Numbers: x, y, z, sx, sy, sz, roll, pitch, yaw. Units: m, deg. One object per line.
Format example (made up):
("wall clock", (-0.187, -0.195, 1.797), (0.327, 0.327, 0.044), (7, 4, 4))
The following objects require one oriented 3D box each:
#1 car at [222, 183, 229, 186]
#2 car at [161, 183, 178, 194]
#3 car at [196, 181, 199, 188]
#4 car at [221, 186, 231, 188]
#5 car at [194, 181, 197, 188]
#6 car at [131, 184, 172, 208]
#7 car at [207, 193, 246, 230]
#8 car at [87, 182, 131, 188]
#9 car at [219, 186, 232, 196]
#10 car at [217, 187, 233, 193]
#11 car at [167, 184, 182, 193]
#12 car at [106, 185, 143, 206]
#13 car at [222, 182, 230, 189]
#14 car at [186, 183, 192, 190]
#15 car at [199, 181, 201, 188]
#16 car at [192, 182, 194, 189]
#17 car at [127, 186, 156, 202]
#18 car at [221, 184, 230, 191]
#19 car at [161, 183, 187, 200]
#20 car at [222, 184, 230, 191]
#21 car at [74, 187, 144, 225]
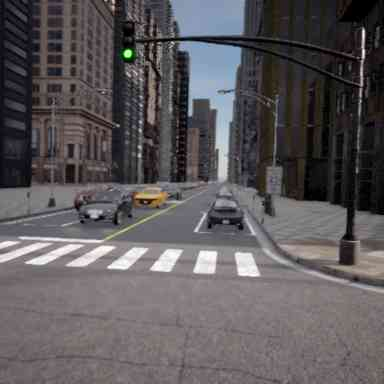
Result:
("car", (4.513, -0.073, 44.521), (1.967, 1.590, 4.097), (2, 2, 6))
("car", (-3.401, -0.544, 50.965), (1.967, 1.590, 4.097), (2, 2, 6))
("car", (-0.031, -1.566, 84.455), (1.752, 1.417, 4.829), (2, 2, 6))
("car", (3.380, 0.408, 33.306), (1.887, 1.381, 4.507), (2, 2, 6))
("car", (-0.580, -1.347, 79.016), (1.947, 1.339, 4.313), (2, 2, 6))
("car", (-3.165, 0.385, 26.751), (1.882, 1.535, 5.008), (2, 2, 5))
("car", (1.684, 0.981, 16.479), (2.008, 1.369, 4.403), (2, 2, 6))
("car", (-6.223, 0.272, 22.915), (2.192, 1.841, 5.009), (2, 2, 6))
("car", (5.074, -0.118, 50.134), (1.802, 1.307, 4.206), (2, 2, 6))
("car", (2.815, 0.603, 27.698), (2.008, 1.369, 4.403), (2, 2, 6))
("car", (-2.856, -0.640, 56.409), (1.752, 1.417, 4.829), (2, 2, 6))
("car", (-5.661, 0.208, 28.530), (1.967, 1.590, 4.097), (2, 2, 6))
("car", (9.601, -1.864, 94.998), (2.192, 1.841, 5.009), (2, 2, 6))
("car", (-1.710, -0.977, 67.798), (1.947, 1.339, 4.313), (2, 2, 6))
("car", (0.534, -1.749, 90.065), (1.752, 1.417, 4.829), (2, 2, 6))
("car", (-1.160, -1.197, 73.237), (1.752, 1.417, 4.829), (2, 2, 6))
("car", (-5.100, 0.145, 34.143), (1.947, 1.339, 4.313), (2, 2, 6))
("car", (7.335, -0.899, 72.570), (1.887, 1.381, 4.507), (2, 2, 6))
("car", (-2.109, 0.064, 37.137), (1.837, 1.490, 4.892), (2, 2, 6))
("car", (7.918, -1.109, 78.348), (1.752, 1.417, 4.829), (2, 2, 6))
("car", (-4.186, 0.722, 17.134), (2.128, 1.511, 4.902), (2, 2, 3))
